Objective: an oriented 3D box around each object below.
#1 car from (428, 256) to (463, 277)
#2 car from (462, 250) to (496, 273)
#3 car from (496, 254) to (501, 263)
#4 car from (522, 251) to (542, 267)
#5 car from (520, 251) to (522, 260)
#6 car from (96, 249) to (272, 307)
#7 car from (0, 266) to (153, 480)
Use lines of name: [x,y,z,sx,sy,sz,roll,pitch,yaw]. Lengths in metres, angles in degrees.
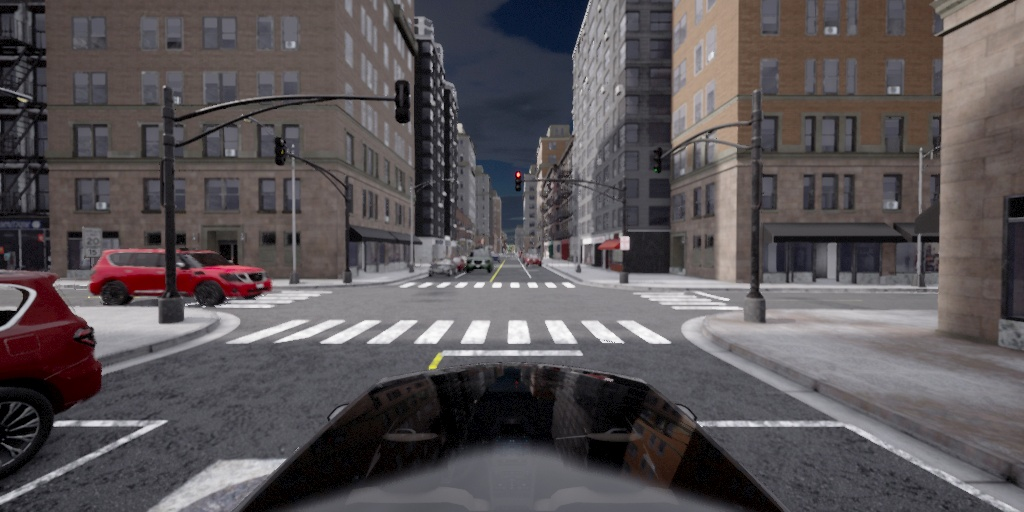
car: [-5.389,0.848,28.210,2.007,1.370,4.403,0,0,0]
car: [-2.855,0.445,32.493,2.150,2.045,5.566,0,1,-1]
car: [-2.779,0.339,57.315,2.033,1.411,5.357,0,1,1]
car: [2.635,0.454,44.563,1.967,1.591,4.097,0,0,0]
car: [2.635,0.263,55.470,1.967,1.591,4.097,0,0,0]
car: [-12.230,0.750,13.436,5.566,2.045,2.150,0,1,0]
car: [-5.389,1.064,1.751,2.192,1.841,5.009,0,0,0]
